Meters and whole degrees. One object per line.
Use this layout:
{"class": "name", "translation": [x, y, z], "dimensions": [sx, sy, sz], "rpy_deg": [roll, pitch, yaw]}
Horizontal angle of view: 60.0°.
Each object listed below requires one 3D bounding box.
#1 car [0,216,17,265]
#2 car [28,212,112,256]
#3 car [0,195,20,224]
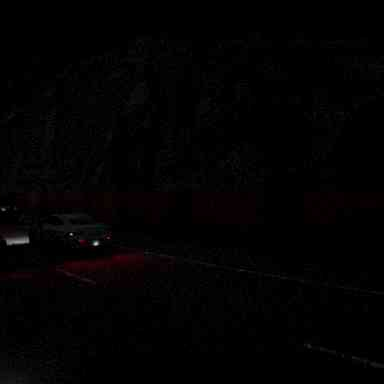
{"class": "car", "translation": [-7.419, 1.570, 10.685], "dimensions": [1.994, 1.385, 4.181], "rpy_deg": [0, 0, -43]}
{"class": "car", "translation": [-4.860, 1.531, 13.073], "dimensions": [1.812, 1.442, 4.674], "rpy_deg": [0, 0, -43]}
{"class": "car", "translation": [-14.036, 1.256, 23.894], "dimensions": [2.150, 2.045, 5.566], "rpy_deg": [0, 0, -40]}
